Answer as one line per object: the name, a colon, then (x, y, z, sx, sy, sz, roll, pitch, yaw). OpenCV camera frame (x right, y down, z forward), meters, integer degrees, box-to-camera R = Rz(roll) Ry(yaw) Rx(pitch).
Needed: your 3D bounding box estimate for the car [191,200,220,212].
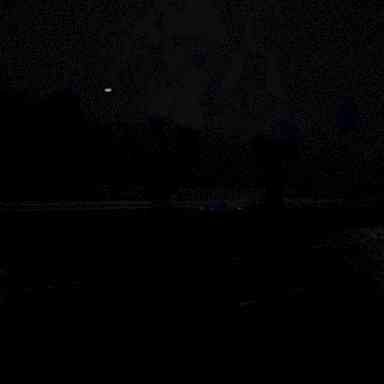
car: (2.146, 1.620, 35.609, 5.008, 1.535, 1.882, 0, 0, -35)

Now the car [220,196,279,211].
car: (5.523, 1.360, 29.431, 5.566, 2.045, 2.150, 0, 0, -35)

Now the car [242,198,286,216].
car: (7.657, 1.518, 35.239, 4.553, 1.767, 2.097, 0, 0, -35)

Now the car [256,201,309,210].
car: (7.997, 1.689, 26.901, 5.357, 1.411, 2.033, 0, 0, -35)
